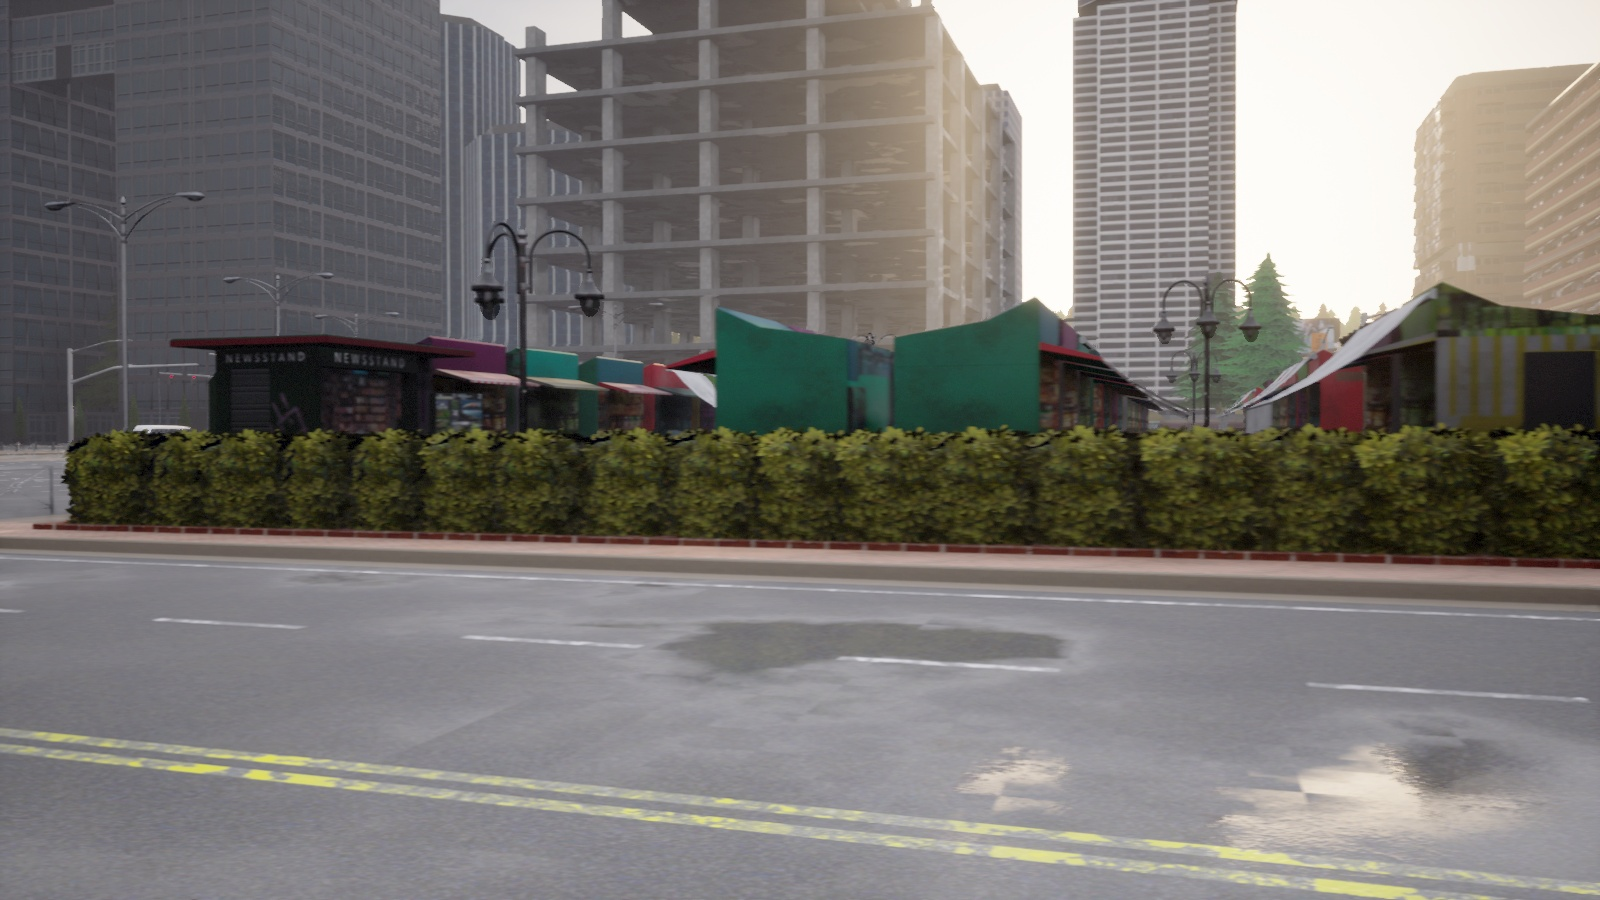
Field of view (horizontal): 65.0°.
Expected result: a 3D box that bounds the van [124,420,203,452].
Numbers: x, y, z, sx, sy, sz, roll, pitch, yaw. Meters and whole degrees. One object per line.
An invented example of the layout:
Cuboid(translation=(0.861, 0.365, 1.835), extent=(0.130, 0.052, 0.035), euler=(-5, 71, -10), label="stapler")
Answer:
Cuboid(translation=(-41.918, -0.934, 82.827), extent=(2.069, 2.038, 4.480), euler=(0, 1, 17), label="van")
